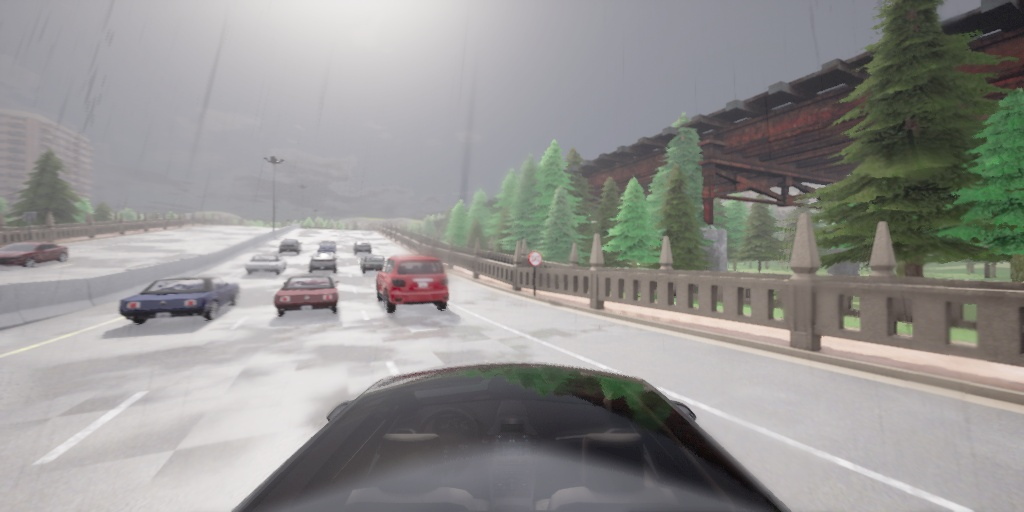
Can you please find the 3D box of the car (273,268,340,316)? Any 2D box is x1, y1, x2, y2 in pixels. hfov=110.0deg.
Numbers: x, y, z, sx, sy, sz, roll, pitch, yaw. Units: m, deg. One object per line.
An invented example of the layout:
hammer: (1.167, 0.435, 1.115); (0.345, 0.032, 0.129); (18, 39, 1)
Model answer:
car: (-7.608, 1.344, 13.631); (1.895, 1.301, 4.718); (0, 1, -26)

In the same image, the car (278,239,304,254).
car: (-23.369, -1.087, 37.898); (1.837, 1.490, 4.892); (0, 7, -26)

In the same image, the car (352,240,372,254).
car: (-17.081, -1.069, 40.973); (2.128, 1.511, 4.902); (0, 7, -26)

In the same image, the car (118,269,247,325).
car: (-10.744, 1.328, 12.076); (1.895, 1.301, 4.718); (0, 1, -26)

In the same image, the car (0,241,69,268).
car: (-32.114, -0.161, 23.792); (1.882, 1.535, 5.008); (0, 6, -25)

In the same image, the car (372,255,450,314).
car: (-4.168, 0.998, 14.553); (2.150, 2.045, 5.566); (0, 1, -26)

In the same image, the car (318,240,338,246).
car: (-20.147, -1.008, 39.272); (2.033, 1.411, 5.357); (0, 7, -26)

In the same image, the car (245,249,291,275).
car: (-17.270, 0.518, 25.412); (1.895, 1.301, 4.718); (0, 5, -26)

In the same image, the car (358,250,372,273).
car: (-10.975, 0.551, 28.472); (1.895, 1.301, 4.718); (0, 5, -26)

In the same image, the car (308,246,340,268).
car: (-14.195, 0.411, 27.100); (2.128, 1.511, 4.902); (0, 5, -26)
